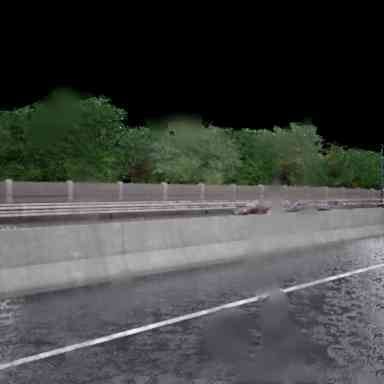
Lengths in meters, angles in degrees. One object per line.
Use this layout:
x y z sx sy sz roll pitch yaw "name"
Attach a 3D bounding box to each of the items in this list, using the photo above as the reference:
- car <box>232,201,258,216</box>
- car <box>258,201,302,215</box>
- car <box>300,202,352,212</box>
5.687 1.528 29.531 4.674 1.442 1.812 0 0 -35 "car"
8.053 1.495 26.918 4.902 1.511 2.128 0 0 -35 "car"
10.157 1.568 24.119 4.181 1.385 1.994 0 0 -35 "car"
